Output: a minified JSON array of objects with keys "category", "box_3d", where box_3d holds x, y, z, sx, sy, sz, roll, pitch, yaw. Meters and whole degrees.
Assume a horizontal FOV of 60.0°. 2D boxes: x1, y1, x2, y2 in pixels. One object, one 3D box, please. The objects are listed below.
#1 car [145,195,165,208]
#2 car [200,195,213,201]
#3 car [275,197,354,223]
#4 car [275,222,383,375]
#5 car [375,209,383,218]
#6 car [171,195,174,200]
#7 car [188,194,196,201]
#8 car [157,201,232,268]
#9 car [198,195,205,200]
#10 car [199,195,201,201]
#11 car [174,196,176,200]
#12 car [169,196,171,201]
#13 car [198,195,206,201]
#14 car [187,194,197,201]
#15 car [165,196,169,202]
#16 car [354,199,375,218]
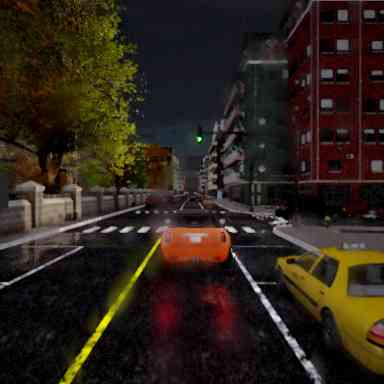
[{"category":"car","box_3d":[-5.682,1.326,49.201,2.192,1.841,5.009,0,0,0]},{"category":"car","box_3d":[2.701,1.539,54.905,1.752,1.417,4.829,0,0,0]},{"category":"car","box_3d":[9.654,1.428,27.046,5.566,2.045,2.150,1,0,-2]},{"category":"car","box_3d":[2.690,1.525,5.804,1.752,1.417,4.829,0,0,0]},{"category":"car","box_3d":[20.314,1.922,32.637,4.507,1.381,1.887,1,-1,0]},{"category":"car","box_3d":[-5.674,1.615,76.877,1.802,1.307,4.206,0,0,0]},{"category":"car","box_3d":[0.021,1.308,84.907,2.097,1.767,4.553,0,0,0]},{"category":"car","box_3d":[0.103,1.352,11.475,2.097,1.767,4.553,0,0,0]},{"category":"car","box_3d":[2.710,1.595,93.481,1.887,1.381,4.507,0,0,0]},{"category":"car","box_3d":[2.702,1.563,60.270,1.887,1.381,4.507,0,0,0]},{"category":"car","box_3d":[-5.671,1.626,87.948,1.802,1.307,4.206,0,0,0]},{"category":"car","box_3d":[-5.677,1.568,65.807,1.887,1.381,4.507,0,0,0]},{"category":"car","box_3d":[2.709,1.588,87.946,1.887,1.381,4.507,0,0,0]},{"category":"car","box_3d":[0.020,1.546,74.509,2.128,1.511,4.902,0,0,0]},{"category":"car","box_3d":[-5.679,1.459,60.272,1.967,1.590,4.097,0,0,0]},{"category":"car","box_3d":[14.624,1.590,32.624,5.009,1.841,2.192,1,-1,0]}]
